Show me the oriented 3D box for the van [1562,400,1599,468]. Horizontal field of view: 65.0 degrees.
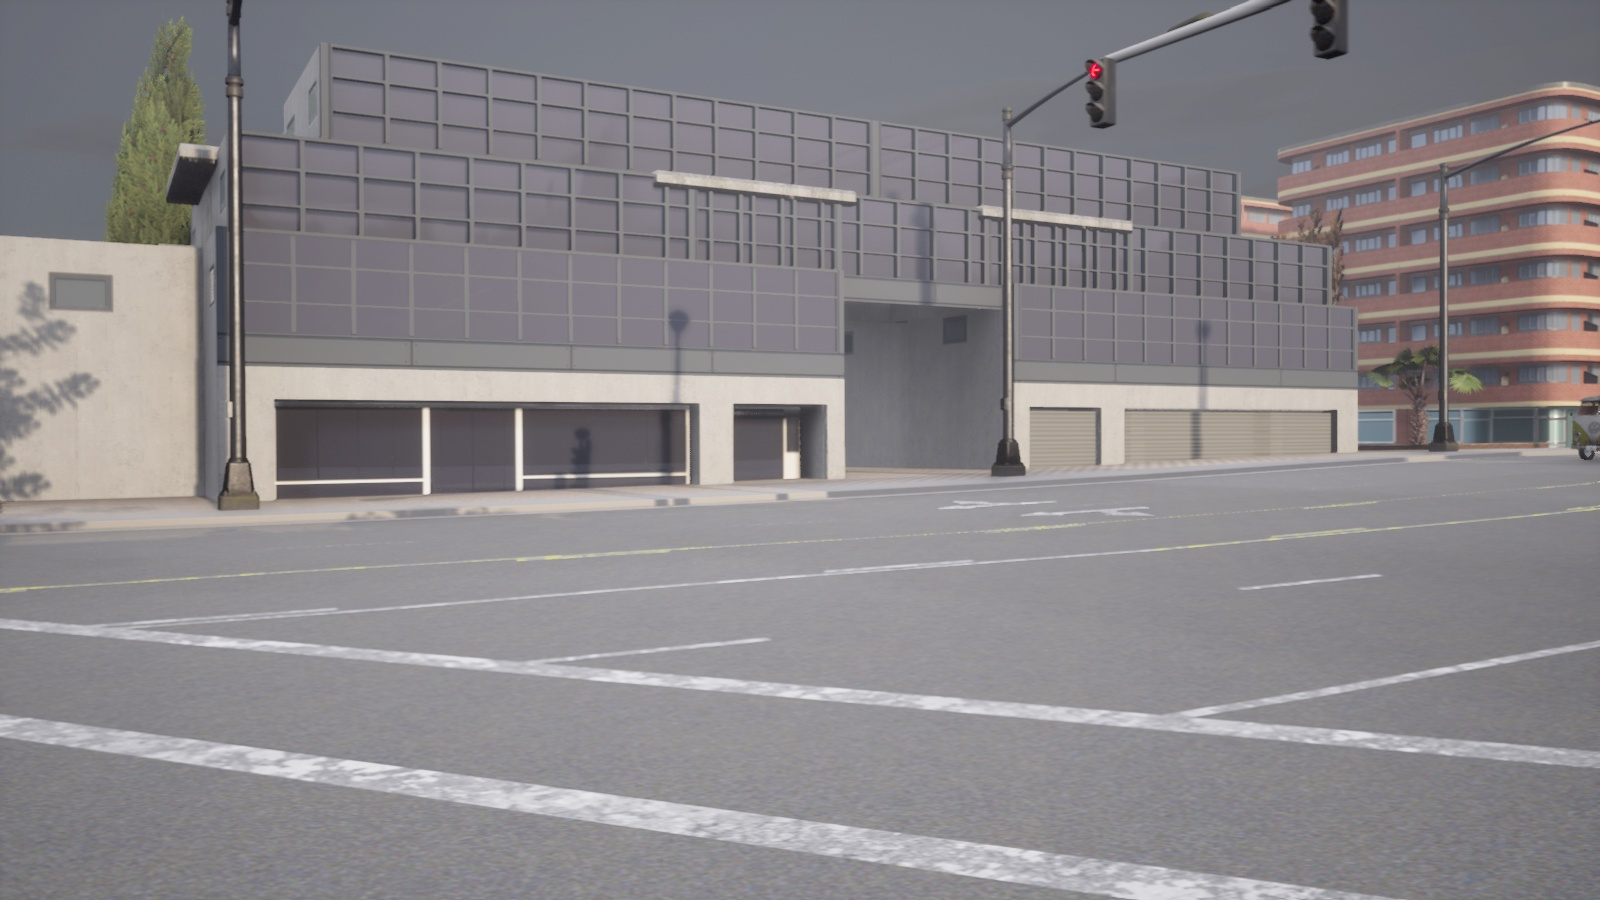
[{"bbox_3d":[25.355,-0.514,38.218,4.442,1.987,1.775,-1,1,-29],"label":"van"}]
